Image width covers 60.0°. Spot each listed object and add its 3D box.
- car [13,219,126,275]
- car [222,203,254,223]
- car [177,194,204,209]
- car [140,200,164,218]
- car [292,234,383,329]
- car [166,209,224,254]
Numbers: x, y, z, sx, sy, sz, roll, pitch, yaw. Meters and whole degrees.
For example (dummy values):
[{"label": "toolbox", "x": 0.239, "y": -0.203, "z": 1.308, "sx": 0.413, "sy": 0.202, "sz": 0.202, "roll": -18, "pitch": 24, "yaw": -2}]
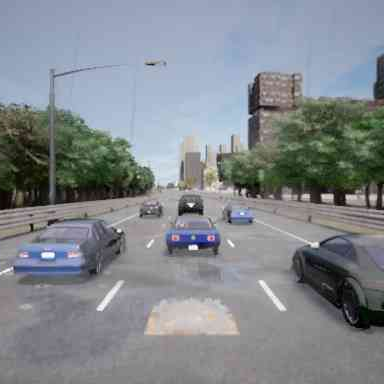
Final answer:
[{"label": "car", "x": -3.436, "y": 1.547, "z": 10.408, "sx": 2.033, "sy": 1.411, "sz": 5.357, "roll": 0, "pitch": 0, "yaw": 0}, {"label": "car", "x": 3.431, "y": 1.545, "z": 25.442, "sx": 2.033, "sy": 1.411, "sz": 5.357, "roll": 0, "pitch": 0, "yaw": -1}, {"label": "car", "x": -0.125, "y": 1.220, "z": 29.714, "sx": 2.150, "sy": 2.045, "sz": 5.566, "roll": 0, "pitch": 0, "yaw": -1}, {"label": "car", "x": -3.641, "y": 1.491, "z": 30.627, "sx": 2.128, "sy": 1.511, "sz": 4.902, "roll": 0, "pitch": 0, "yaw": -1}, {"label": "car", "x": 3.573, "y": 1.562, "z": 6.952, "sx": 1.994, "sy": 1.385, "sz": 4.181, "roll": 0, "pitch": 0, "yaw": 0}, {"label": "car", "x": 0.036, "y": 1.599, "z": 13.534, "sx": 1.895, "sy": 1.301, "sz": 4.718, "roll": 0, "pitch": 0, "yaw": 0}]
